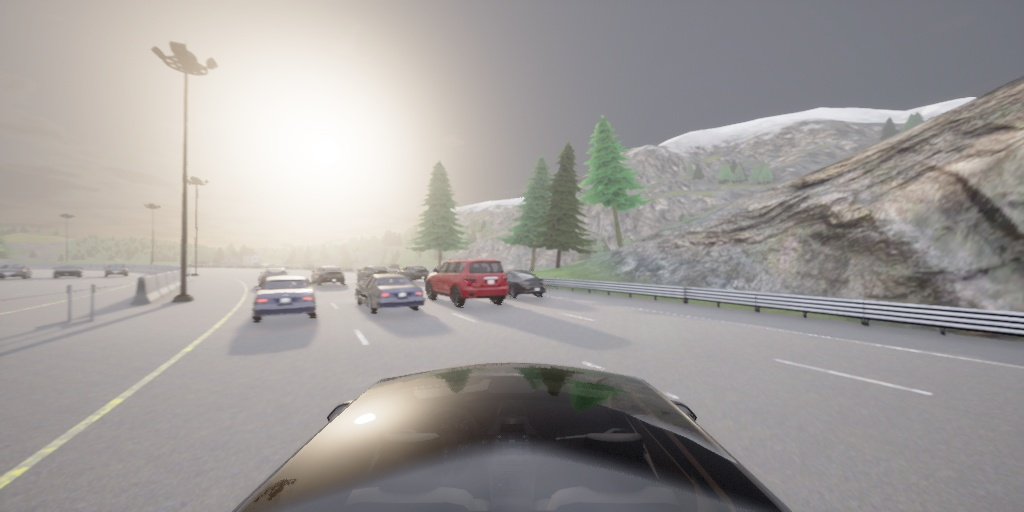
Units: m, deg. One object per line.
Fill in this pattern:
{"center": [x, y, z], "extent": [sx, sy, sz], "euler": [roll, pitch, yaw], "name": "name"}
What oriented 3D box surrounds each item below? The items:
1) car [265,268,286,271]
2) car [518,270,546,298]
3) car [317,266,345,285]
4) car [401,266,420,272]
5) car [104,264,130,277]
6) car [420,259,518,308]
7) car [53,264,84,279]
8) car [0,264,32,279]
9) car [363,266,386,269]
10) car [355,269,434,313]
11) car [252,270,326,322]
{"center": [-17.610, 1.591, 26.714], "extent": [1.994, 1.385, 4.181], "euler": [1, -1, -37], "name": "car"}
{"center": [0.034, 1.488, 19.709], "extent": [1.812, 1.442, 4.674], "euler": [0, -1, -32], "name": "car"}
{"center": [-14.738, 1.560, 28.724], "extent": [1.837, 1.490, 4.892], "euler": [1, 0, -37], "name": "car"}
{"center": [-9.127, 1.615, 32.907], "extent": [1.837, 1.490, 4.892], "euler": [1, 0, -37], "name": "car"}
{"center": [-46.180, 1.666, 41.884], "extent": [4.902, 1.511, 2.128], "euler": [-1, -1, 42], "name": "car"}
{"center": [-2.250, 1.150, 16.764], "extent": [2.150, 2.045, 5.566], "euler": [0, 0, -32], "name": "car"}
{"center": [-48.189, 1.615, 38.993], "extent": [5.008, 1.535, 1.882], "euler": [-1, -1, 42], "name": "car"}
{"center": [-50.524, 1.596, 36.387], "extent": [4.902, 1.511, 2.128], "euler": [-1, -1, 42], "name": "car"}
{"center": [-11.942, 1.588, 30.828], "extent": [1.837, 1.490, 4.892], "euler": [1, 0, -37], "name": "car"}
{"center": [-5.205, 1.448, 14.884], "extent": [2.033, 1.411, 5.357], "euler": [0, -1, -32], "name": "car"}
{"center": [-8.208, 1.423, 13.082], "extent": [2.033, 1.411, 5.357], "euler": [0, -1, -31], "name": "car"}
